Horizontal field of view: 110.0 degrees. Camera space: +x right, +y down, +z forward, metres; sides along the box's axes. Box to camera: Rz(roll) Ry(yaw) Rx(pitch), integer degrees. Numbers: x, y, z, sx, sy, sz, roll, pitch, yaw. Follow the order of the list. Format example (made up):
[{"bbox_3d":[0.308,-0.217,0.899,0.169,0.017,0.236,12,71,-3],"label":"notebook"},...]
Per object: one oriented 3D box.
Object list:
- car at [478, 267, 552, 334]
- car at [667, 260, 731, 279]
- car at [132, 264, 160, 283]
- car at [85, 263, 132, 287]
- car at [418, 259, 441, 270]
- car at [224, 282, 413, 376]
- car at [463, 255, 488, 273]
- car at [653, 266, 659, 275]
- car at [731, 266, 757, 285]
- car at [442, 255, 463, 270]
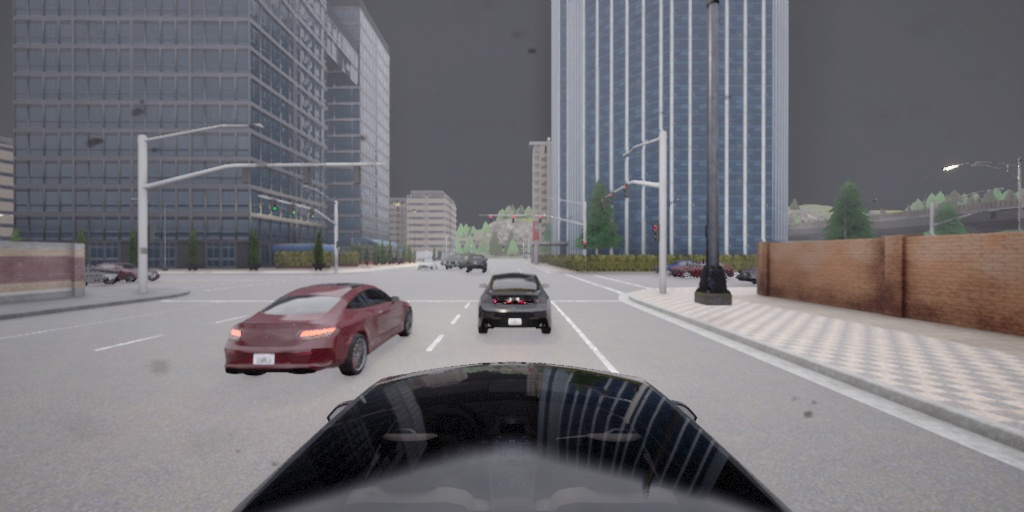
[{"bbox_3d":[0.068,1.231,10.546,1.837,1.490,4.892,0,0,0],"label":"car"},{"bbox_3d":[16.066,1.151,30.574,5.008,1.535,1.882,0,0,0],"label":"car"},{"bbox_3d":[-28.876,1.212,26.480,4.674,1.442,1.812,1,0,0],"label":"car"},{"bbox_3d":[-28.137,1.185,22.986,4.902,1.511,2.128,0,0,0],"label":"car"},{"bbox_3d":[-11.353,1.152,48.446,1.812,1.442,4.674,0,0,-1],"label":"car"},{"bbox_3d":[-3.435,1.261,7.282,1.812,1.442,4.674,0,0,0],"label":"car"},{"bbox_3d":[-4.054,0.865,42.017,2.150,2.045,5.566,0,0,-1],"label":"car"},{"bbox_3d":[16.032,1.142,34.074,5.008,1.535,1.882,0,0,0],"label":"car"},{"bbox_3d":[17.809,1.240,23.462,5.357,1.411,2.033,0,0,1],"label":"car"},{"bbox_3d":[-7.878,0.837,50.271,2.150,2.045,5.566,0,1,-1],"label":"car"}]
